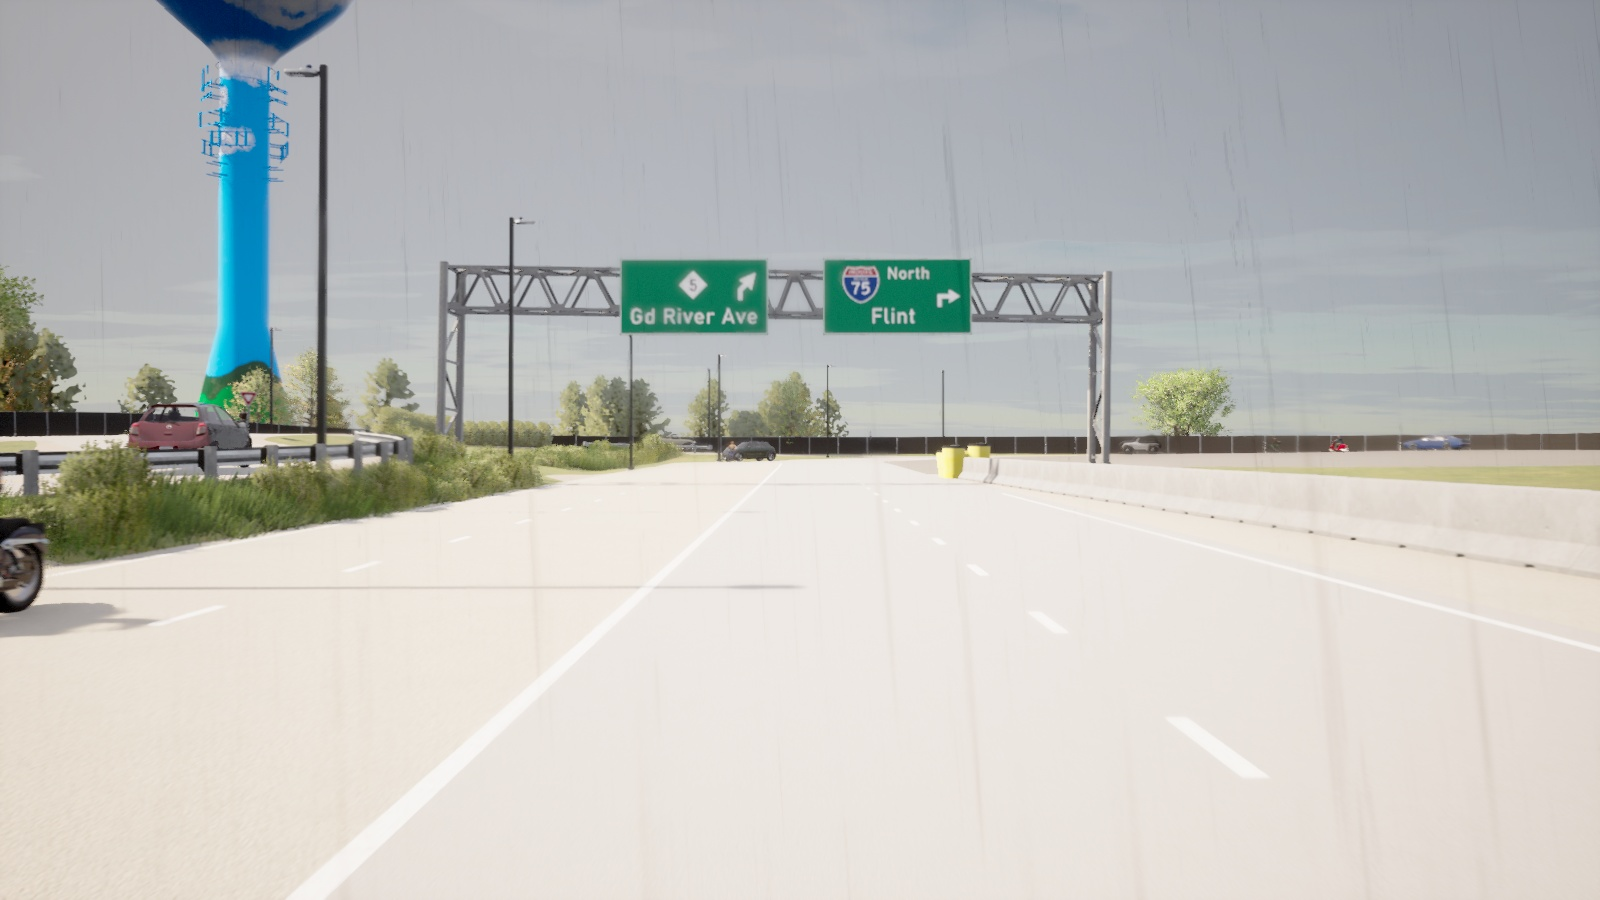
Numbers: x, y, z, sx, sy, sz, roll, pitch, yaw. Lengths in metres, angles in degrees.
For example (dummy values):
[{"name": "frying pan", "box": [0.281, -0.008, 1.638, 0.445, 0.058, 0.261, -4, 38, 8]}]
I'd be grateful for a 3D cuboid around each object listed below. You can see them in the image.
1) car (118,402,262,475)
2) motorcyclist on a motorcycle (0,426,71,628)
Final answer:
[{"name": "car", "box": [-13.422, -0.291, 27.859, 1.845, 1.501, 3.633, 0, 2, -8]}, {"name": "motorcyclist on a motorcycle", "box": [-6.927, 0.630, 10.075, 0.766, 1.649, 2.350, 0, 1, 0]}]
